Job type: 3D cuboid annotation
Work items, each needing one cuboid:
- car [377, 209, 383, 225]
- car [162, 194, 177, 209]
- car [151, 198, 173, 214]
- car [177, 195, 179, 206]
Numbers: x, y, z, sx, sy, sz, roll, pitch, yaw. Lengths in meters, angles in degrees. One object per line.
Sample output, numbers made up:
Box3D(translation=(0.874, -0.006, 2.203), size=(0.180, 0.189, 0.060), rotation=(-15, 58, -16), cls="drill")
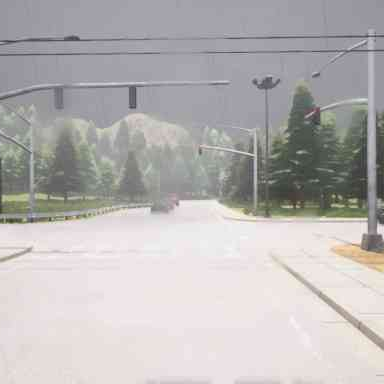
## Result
Box3D(translation=(14.611, 1.362, 22.105), size=(4.553, 1.767, 2.097), rotation=(0, 0, 1), cls="car")
Box3D(translation=(-3.525, 1.487, 44.768), size=(2.097, 1.767, 4.553), rotation=(0, 0, 0), cls="car")
Box3D(translation=(-3.549, 1.718, 37.646), size=(1.895, 1.301, 4.718), rotation=(0, 0, 0), cls="car")
Box3D(translation=(-3.410, 1.388, 57.277), size=(2.150, 2.045, 5.566), rotation=(0, 0, 1), cls="car")
